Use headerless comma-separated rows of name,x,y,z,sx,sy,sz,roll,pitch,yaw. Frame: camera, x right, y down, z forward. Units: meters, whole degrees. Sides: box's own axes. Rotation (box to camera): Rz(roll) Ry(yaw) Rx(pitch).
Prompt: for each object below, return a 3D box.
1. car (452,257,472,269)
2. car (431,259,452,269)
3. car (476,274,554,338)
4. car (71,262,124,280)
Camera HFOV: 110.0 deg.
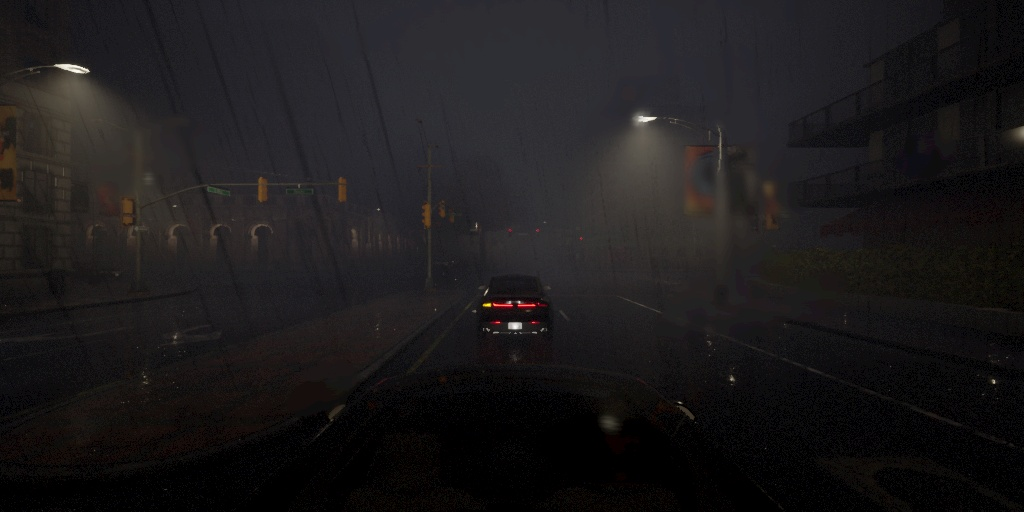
car,-8.051,1.276,58.339,1.812,1.442,4.674,0,0,0
car,-11.541,1.276,58.564,1.812,1.442,4.674,0,0,0
car,0.077,1.255,10.142,1.837,1.490,4.892,0,0,0
car,-33.899,1.241,28.542,4.902,1.511,2.128,0,0,0
